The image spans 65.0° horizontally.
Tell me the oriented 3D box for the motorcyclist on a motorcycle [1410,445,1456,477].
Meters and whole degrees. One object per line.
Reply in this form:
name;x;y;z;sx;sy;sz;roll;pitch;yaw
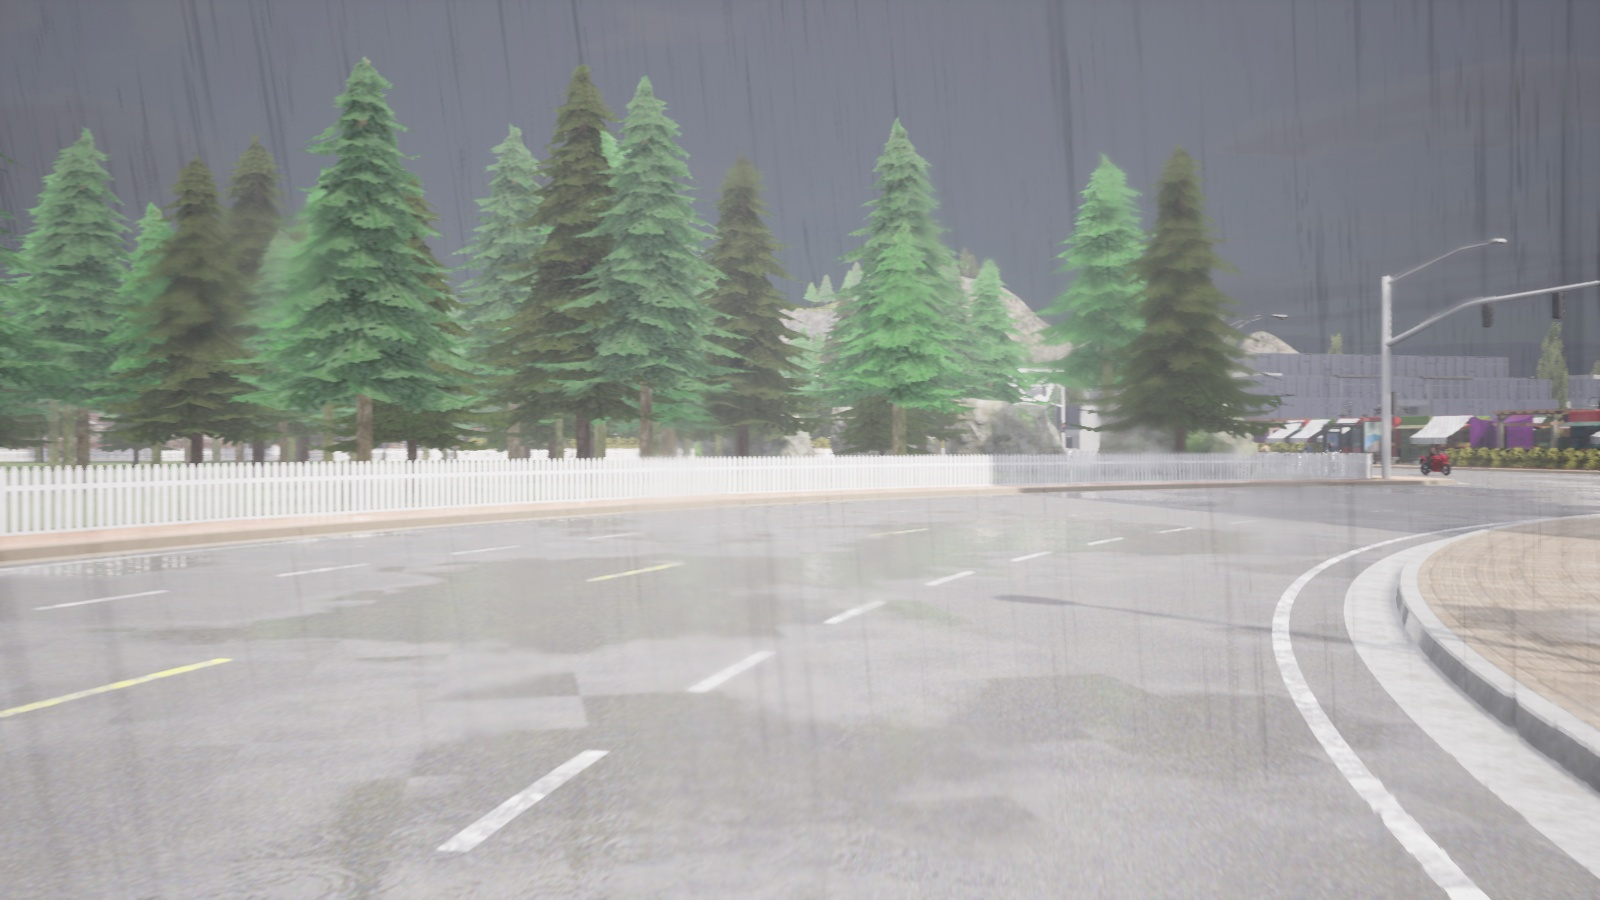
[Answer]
motorcyclist on a motorcycle;29.884;0.506;59.297;0.797;1.523;2.044;0;0;-13
